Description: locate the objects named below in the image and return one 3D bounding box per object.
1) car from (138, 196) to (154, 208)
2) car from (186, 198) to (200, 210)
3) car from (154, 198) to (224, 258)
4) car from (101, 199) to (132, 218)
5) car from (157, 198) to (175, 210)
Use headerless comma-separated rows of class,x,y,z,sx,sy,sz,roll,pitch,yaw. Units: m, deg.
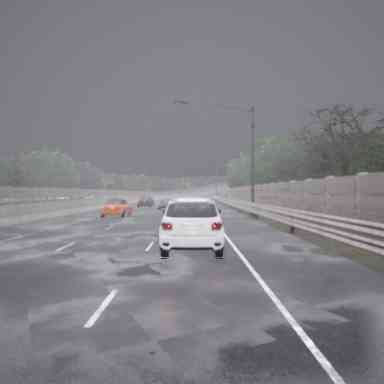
car,-6.866,1.407,50.266,2.097,1.767,4.553,0,0,0
car,0.103,1.564,45.432,1.837,1.490,4.892,0,1,0
car,-0.007,1.245,12.968,2.150,2.045,5.566,0,0,0
car,-6.911,1.404,30.986,2.097,1.767,4.553,0,0,0
car,-3.403,1.604,44.579,2.033,1.411,5.357,0,0,0
